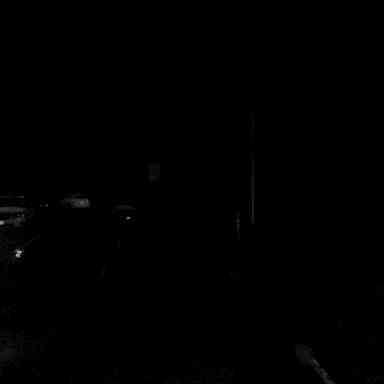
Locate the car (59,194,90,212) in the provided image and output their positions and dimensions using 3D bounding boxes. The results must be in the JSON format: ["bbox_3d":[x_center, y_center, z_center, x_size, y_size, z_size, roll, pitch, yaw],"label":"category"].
[{"bbox_3d":[-13.891,1.207,39.188,2.150,2.045,5.566,1,0,-38],"label":"car"}]

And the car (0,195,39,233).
[{"bbox_3d":[-10.522,1.202,19.362,2.150,2.045,5.566,0,0,-20],"label":"car"}]

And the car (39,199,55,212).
[{"bbox_3d":[-17.314,1.495,37.858,2.033,1.411,5.357,1,0,-40],"label":"car"}]

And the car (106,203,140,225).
[{"bbox_3d":[-5.030,1.528,24.083,1.812,1.442,4.674,0,0,-21],"label":"car"}]
